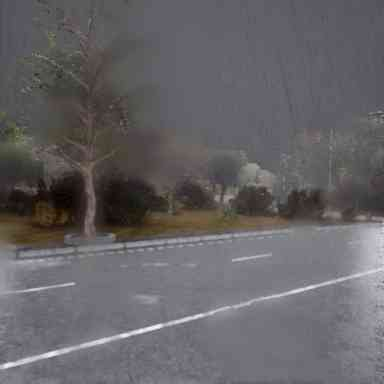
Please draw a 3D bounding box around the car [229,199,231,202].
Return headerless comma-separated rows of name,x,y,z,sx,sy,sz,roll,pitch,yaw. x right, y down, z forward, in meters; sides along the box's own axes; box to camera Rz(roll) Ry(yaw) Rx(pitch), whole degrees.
car,9.954,2.017,77.113,1.895,1.301,4.718,3,1,-8
